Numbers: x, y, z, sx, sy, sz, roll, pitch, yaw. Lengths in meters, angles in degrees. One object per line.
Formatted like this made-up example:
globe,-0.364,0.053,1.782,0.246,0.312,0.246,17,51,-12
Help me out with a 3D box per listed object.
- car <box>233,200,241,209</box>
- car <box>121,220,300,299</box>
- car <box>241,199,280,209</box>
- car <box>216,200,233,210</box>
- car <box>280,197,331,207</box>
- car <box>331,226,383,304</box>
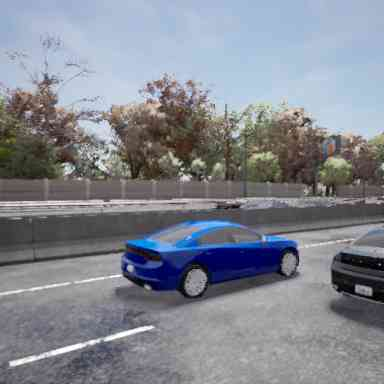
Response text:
car,7.117,1.472,34.841,4.902,1.511,2.128,0,0,-35
car,0.701,1.473,8.539,5.008,1.535,1.882,0,0,-35
car,7.382,1.529,30.737,5.357,1.411,2.033,0,0,-35
car,4.979,1.582,37.616,4.718,1.301,1.895,0,0,-35
car,10.006,1.333,28.305,4.553,1.767,2.097,0,0,-35
car,5.023,1.498,7.324,4.892,1.490,1.837,0,0,-35
